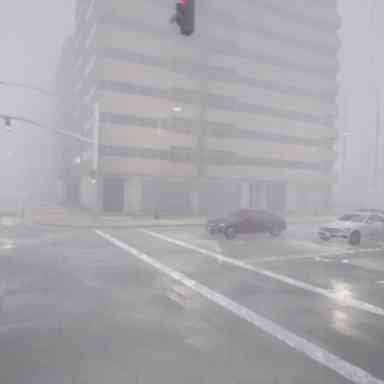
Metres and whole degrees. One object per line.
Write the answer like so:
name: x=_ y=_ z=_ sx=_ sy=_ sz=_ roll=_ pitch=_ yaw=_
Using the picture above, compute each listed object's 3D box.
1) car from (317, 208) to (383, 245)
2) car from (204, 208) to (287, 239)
car: x=8.363 y=1.726 z=16.512 sx=4.674 sy=1.442 sz=1.812 roll=1 pitch=0 yaw=-28
car: x=2.907 y=1.599 z=17.645 sx=4.674 sy=1.442 sz=1.812 roll=1 pitch=0 yaw=-27
